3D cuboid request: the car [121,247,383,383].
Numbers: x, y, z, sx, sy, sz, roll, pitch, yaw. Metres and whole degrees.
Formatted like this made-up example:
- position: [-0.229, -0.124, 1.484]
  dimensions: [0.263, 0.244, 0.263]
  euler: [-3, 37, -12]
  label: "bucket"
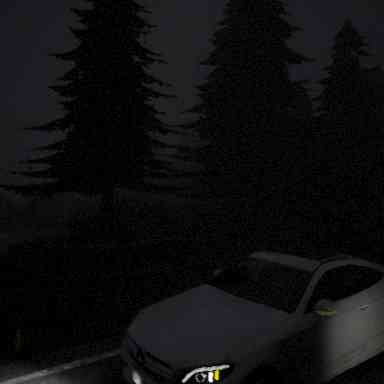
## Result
- position: [1.361, 1.562, 4.594]
  dimensions: [4.674, 1.442, 1.812]
  euler: [1, 0, -36]
  label: "car"
